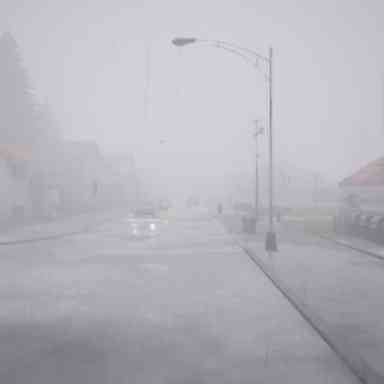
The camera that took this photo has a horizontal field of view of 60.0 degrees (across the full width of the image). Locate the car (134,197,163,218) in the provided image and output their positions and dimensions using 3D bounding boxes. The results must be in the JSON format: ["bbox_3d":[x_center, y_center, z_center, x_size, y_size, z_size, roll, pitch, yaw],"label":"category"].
[{"bbox_3d":[-4.096,1.510,30.674,1.837,1.490,4.892,0,0,0],"label":"car"}]

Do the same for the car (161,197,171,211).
[{"bbox_3d":[-4.088,1.358,40.716,2.097,1.767,4.553,0,0,0],"label":"car"}]

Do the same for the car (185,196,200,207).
[{"bbox_3d":[0.100,1.360,51.636,2.097,1.767,4.553,0,0,1],"label":"car"}]

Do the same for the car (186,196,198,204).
[{"bbox_3d":[0.001,1.500,65.591,2.128,1.511,4.902,0,0,0],"label":"car"}]
